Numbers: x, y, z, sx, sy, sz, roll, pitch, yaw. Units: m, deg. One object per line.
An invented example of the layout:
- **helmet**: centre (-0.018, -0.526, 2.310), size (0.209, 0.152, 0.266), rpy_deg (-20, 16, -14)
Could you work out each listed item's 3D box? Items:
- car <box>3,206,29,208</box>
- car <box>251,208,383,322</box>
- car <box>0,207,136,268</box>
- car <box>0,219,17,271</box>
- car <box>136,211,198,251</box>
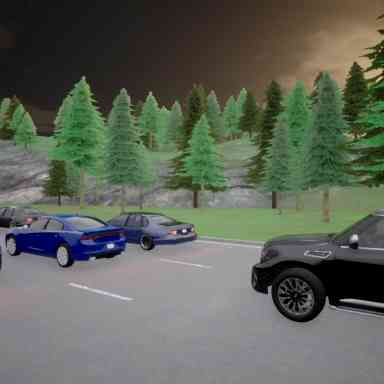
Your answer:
- **car**: centre (-10.572, 1.547, 20.034), size (5.357, 1.411, 2.033), rpy_deg (0, 0, 35)
- **car**: centre (3.813, 1.221, 5.574), size (5.566, 2.045, 2.150), rpy_deg (0, 0, 35)
- **car**: centre (-4.464, 1.478, 11.445), size (5.008, 1.535, 1.882), rpy_deg (0, 0, 35)
- **car**: centre (-6.915, 1.505, 8.895), size (4.892, 1.490, 1.837), rpy_deg (0, 0, 36)
- **car**: centre (-2.342, 1.547, 14.232), size (5.357, 1.411, 2.033), rpy_deg (0, 0, 35)
